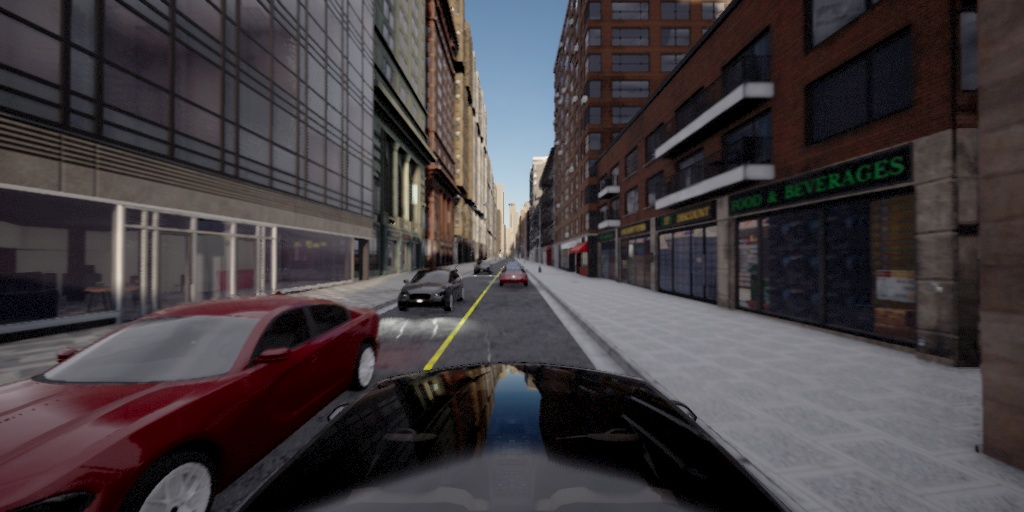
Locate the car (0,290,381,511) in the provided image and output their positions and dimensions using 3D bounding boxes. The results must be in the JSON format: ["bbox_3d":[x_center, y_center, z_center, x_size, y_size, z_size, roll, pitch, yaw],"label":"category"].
[{"bbox_3d":[-3.090,1.227,3.921,1.882,1.535,5.008,0,0,0],"label":"car"}]

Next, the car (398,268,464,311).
[{"bbox_3d":[-3.060,1.249,14.362,1.837,1.490,4.892,0,0,0],"label":"car"}]

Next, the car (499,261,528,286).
[{"bbox_3d":[0.103,1.303,25.254,1.994,1.385,4.181,0,0,0],"label":"car"}]

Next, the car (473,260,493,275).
[{"bbox_3d":[-3.096,1.242,39.078,1.837,1.490,4.892,0,0,0],"label":"car"}]
